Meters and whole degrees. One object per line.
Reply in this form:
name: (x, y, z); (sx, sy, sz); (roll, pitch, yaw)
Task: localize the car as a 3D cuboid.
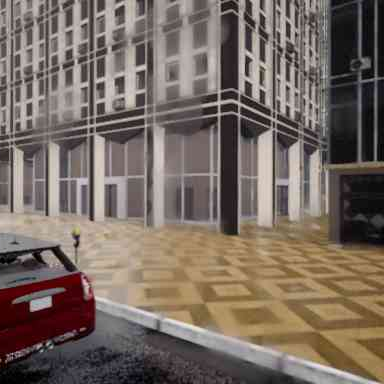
car: (-3.414, 1.353, 5.170); (4.097, 1.590, 1.967); (1, 0, 36)
